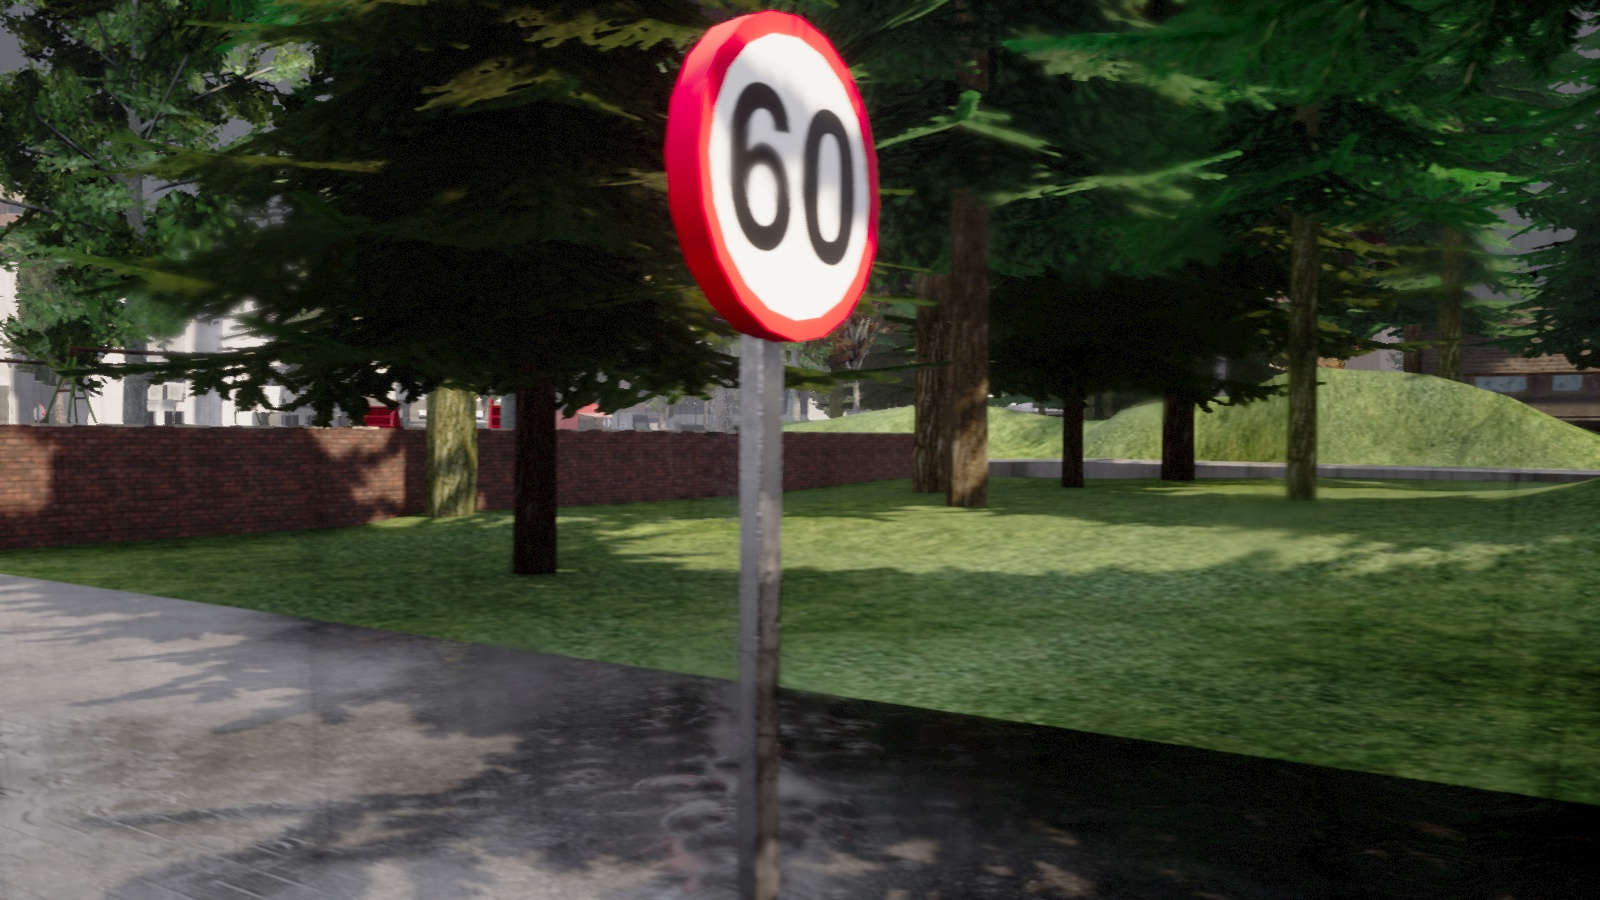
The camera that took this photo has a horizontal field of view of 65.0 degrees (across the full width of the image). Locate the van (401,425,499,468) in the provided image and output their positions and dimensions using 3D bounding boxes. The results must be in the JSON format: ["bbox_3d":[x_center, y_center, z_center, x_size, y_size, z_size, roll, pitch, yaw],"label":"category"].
[{"bbox_3d":[-16.797,-0.187,60.460,1.775,1.987,4.442,0,1,34],"label":"van"}]
